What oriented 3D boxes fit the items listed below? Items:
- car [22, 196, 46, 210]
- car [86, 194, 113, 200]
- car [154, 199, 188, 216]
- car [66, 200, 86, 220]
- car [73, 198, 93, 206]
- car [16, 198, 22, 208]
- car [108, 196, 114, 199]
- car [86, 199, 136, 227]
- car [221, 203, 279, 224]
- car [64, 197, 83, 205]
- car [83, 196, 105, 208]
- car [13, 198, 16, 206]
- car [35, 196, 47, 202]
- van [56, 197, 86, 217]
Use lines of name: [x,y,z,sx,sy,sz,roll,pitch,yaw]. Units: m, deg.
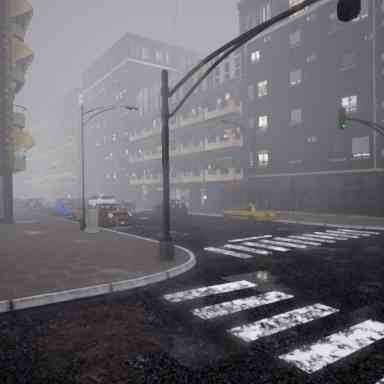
car: [-21.936,1.628,46.456,1.967,1.590,4.097,-1,1,-36]
car: [-11.484,1.294,41.801,2.150,2.045,5.566,-1,0,-36]
car: [-2.234,1.441,33.336,1.967,1.590,4.097,-1,1,-36]
car: [-8.946,1.652,28.321,1.752,1.417,4.829,-1,1,-36]
car: [-18.344,1.643,55.834,1.947,1.339,4.313,-1,1,-36]
car: [-25.156,1.770,50.956,1.947,1.339,4.313,-1,1,-36]
car: [-8.677,1.581,42.336,2.008,1.369,4.403,-1,1,-36]
car: [-5.824,1.553,23.959,1.967,1.590,4.097,-1,1,-36]
car: [4.113,1.498,24.477,1.752,1.417,4.829,-1,1,-36]
car: [-21.566,1.645,60.334,2.008,1.369,4.403,-1,1,-36]
car: [-15.123,1.502,51.334,1.967,1.590,4.097,-1,1,-36]
car: [-31.601,1.782,59.955,1.887,1.381,4.507,-1,1,-36]
car: [-37.677,1.728,82.832,1.887,1.381,4.507,-1,1,-36]
van: [-12.270,1.483,32.957,1.690,1.788,3.998,-1,1,-36]
